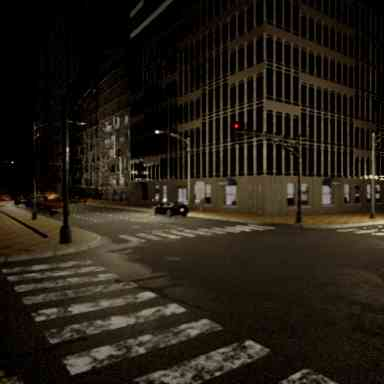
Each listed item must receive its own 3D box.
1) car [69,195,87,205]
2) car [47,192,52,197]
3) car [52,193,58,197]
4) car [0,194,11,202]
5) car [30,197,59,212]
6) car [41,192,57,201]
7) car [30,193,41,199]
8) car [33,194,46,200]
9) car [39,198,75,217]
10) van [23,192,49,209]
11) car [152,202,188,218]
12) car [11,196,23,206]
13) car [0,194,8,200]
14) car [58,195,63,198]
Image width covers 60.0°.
[{"bbox_3d":[-18.504,1.295,54.001,1.752,1.417,4.829,0,0,-35],"label":"car"},{"bbox_3d":[-24.371,1.003,52.891,2.150,2.045,5.566,0,1,-35],"label":"car"},{"bbox_3d":[-24.692,1.245,62.996,1.887,1.381,4.507,0,0,-35],"label":"car"},{"bbox_3d":[-37.821,1.211,67.667,1.887,1.381,4.507,0,0,-35],"label":"car"},{"bbox_3d":[-15.797,1.493,35.651,1.802,1.307,4.206,0,0,-35],"label":"car"},{"bbox_3d":[-30.975,0.942,72.130,2.192,1.841,5.009,0,0,-35],"label":"car"},{"bbox_3d":[-40.402,0.955,85.833,1.967,1.590,4.097,0,0,-35],"label":"car"},{"bbox_3d":[-37.259,1.103,81.266,2.008,1.369,4.403,0,0,-35],"label":"car"},{"bbox_3d":[-12.650,1.525,31.077,1.802,1.307,4.206,0,0,-35],"label":"car"},{"bbox_3d":[-18.943,1.219,40.223,1.690,1.788,3.998,0,0,-35],"label":"van"},{"bbox_3d":[-1.974,1.510,29.830,1.947,1.339,4.313,0,0,-35],"label":"car"},{"bbox_3d":[-25.139,1.336,49.232,1.752,1.417,4.829,0,0,-35],"label":"car"},{"bbox_3d":[-43.995,1.157,76.897,1.947,1.339,4.313,0,0,-35],"label":"car"},{"bbox_3d":[-21.549,1.287,58.429,2.008,1.369,4.403,0,0,-35],"label":"car"}]
